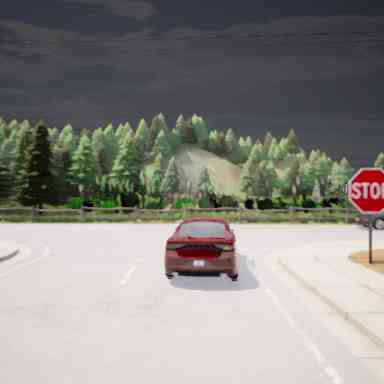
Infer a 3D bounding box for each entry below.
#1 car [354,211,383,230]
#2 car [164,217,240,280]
[{"bbox_3d":[12.687,1.549,20.616,4.892,1.490,1.837,0,0,3],"label":"car"},{"bbox_3d":[0.427,1.517,10.239,1.882,1.535,5.008,0,0,6],"label":"car"}]
